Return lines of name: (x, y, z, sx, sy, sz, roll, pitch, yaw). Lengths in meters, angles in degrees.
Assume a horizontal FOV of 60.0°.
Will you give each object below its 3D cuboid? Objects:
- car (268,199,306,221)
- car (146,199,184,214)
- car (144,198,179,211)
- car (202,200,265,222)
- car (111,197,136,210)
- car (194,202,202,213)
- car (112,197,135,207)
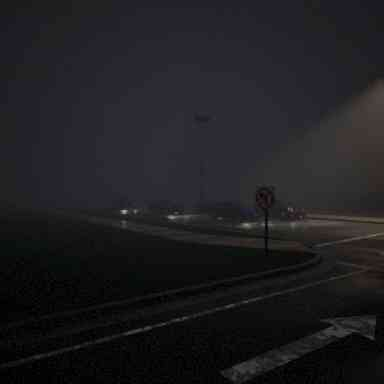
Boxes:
car: (7.106, 1.352, 27.534, 2.097, 1.767, 4.553, 0, 0, -36)
car: (-2.760, 1.478, 35.134, 1.882, 1.535, 5.008, 0, 0, -36)
car: (-3.975, 1.547, 42.756, 2.033, 1.411, 5.357, 0, 0, -36)
car: (3.309, 1.478, 26.800, 1.882, 1.535, 5.008, 0, 0, -36)
car: (-9.098, 1.503, 43.884, 1.837, 1.490, 4.892, 0, 0, -35)
car: (2.035, 1.564, 34.500, 1.994, 1.385, 4.181, 0, 0, -36)
car: (-10.771, 1.564, 52.246, 1.994, 1.385, 4.181, 0, 0, -35)
